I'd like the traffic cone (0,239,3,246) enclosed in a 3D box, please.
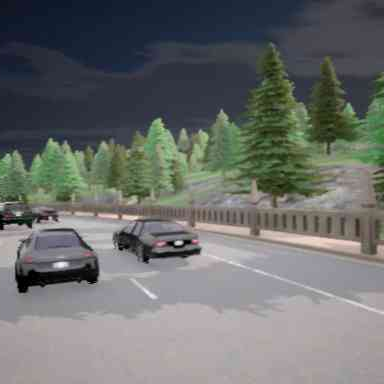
[{"bbox_3d":[-8.588,2.288,14.550,0.340,0.580,0.340,-1,-1,-27],"label":"traffic cone"}]

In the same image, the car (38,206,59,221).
[{"bbox_3d":[-14.370,2.145,32.000,1.837,1.490,4.892,0,-1,-39],"label":"car"}]

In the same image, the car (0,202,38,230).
[{"bbox_3d":[-14.069,1.790,26.064,2.150,2.045,5.566,-1,-1,-37],"label":"car"}]

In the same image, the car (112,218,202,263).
[{"bbox_3d":[-1.576,1.721,12.834,2.033,1.411,5.357,-1,-1,-28],"label":"car"}]

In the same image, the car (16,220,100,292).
[{"bbox_3d":[-4.021,1.753,9.770,1.994,1.385,4.181,-1,-1,-26],"label":"car"}]
